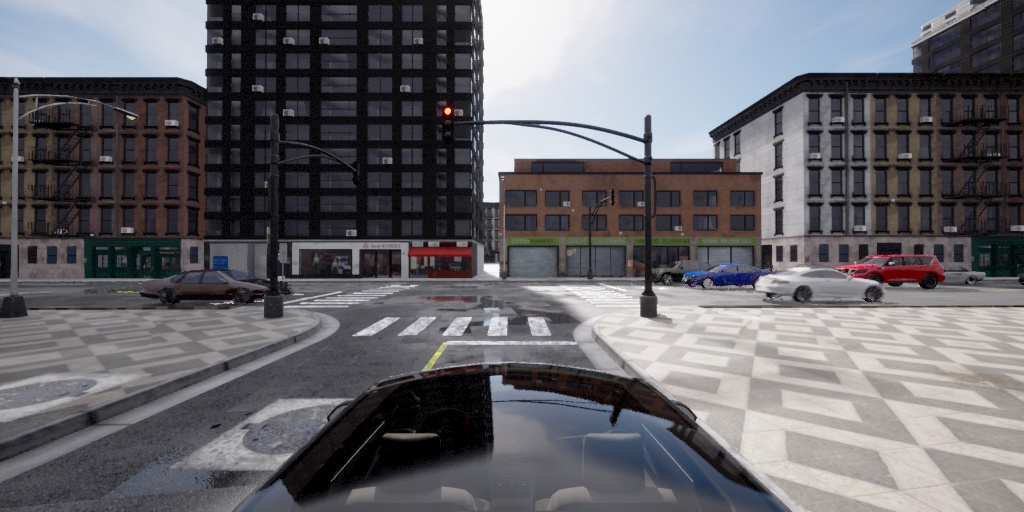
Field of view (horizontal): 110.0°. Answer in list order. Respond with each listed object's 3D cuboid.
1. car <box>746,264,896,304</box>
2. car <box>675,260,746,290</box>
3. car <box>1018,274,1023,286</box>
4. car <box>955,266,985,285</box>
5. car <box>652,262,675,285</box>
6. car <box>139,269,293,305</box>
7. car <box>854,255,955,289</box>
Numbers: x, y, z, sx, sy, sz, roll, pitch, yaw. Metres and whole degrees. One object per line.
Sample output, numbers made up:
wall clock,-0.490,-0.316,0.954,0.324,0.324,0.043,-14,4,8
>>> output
car,13.046,1.207,15.353,4.674,1.442,1.812,0,0,0
car,13.104,1.213,22.043,5.008,1.535,1.882,0,0,-2
car,34.455,1.218,22.108,4.674,1.442,1.812,0,0,0
car,29.998,1.329,25.345,4.718,1.301,1.895,0,0,0
car,11.966,1.117,25.302,4.553,1.767,2.097,0,0,0
car,-12.466,1.278,15.275,5.357,1.411,2.033,0,0,0
car,23.030,0.937,22.084,5.566,2.045,2.150,0,0,0
